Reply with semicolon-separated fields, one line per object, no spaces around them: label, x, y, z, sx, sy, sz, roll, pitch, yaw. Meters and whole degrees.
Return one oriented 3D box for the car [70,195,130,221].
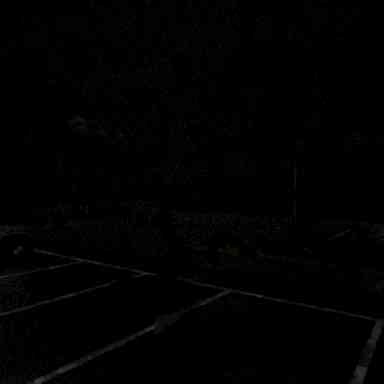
car;-7.037;1.151;25.954;1.932;1.855;4.605;1;0;36

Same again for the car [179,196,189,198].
car;-0.722;1.339;49.151;4.181;1.385;1.994;1;0;37

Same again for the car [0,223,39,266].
car;-6.537;1.232;9.243;1.905;1.878;3.866;1;0;36
